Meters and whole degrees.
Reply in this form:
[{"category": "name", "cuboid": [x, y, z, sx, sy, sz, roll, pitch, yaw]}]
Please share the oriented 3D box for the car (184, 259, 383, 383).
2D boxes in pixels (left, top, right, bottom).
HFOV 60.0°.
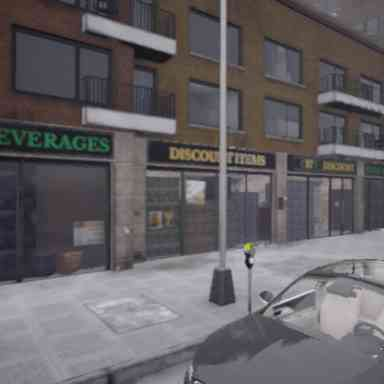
[{"category": "car", "cuboid": [1.954, 1.548, 3.762, 4.403, 1.369, 2.008, 0, 0, -35]}]
